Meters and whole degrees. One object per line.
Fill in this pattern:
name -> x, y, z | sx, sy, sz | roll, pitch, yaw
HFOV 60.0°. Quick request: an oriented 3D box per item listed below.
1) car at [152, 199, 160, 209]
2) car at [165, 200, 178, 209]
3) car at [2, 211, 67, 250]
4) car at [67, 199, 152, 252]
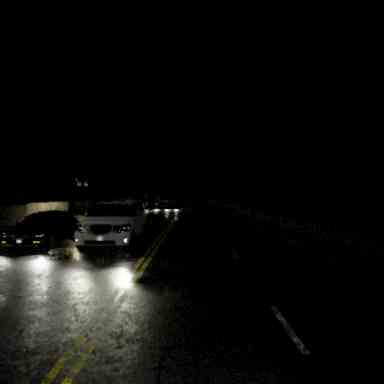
car -> -6.569, 1.883, 55.696 | 2.097, 1.767, 4.553 | 0, -1, 0
car -> -3.319, 2.053, 55.176 | 1.812, 1.442, 4.674 | 0, -1, 0
car -> -6.604, 1.652, 15.116 | 1.837, 1.490, 4.892 | 0, -1, 0
car -> -3.356, 1.367, 14.860 | 2.150, 2.045, 5.566 | 0, -1, 0
